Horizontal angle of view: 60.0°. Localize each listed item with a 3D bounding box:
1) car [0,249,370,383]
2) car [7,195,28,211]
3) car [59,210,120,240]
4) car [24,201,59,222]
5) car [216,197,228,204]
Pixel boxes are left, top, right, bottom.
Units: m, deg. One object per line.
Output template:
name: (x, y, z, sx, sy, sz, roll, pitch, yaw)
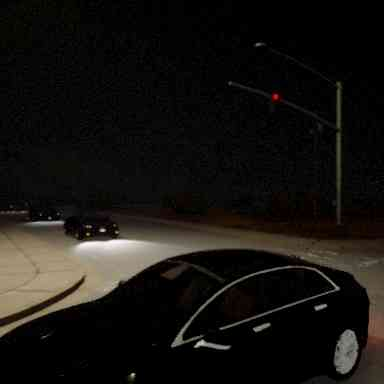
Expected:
car: (0.232, 1.538, 3.996, 4.892, 1.490, 1.837, 1, -1, -35)
car: (-23.832, 1.486, 45.265, 2.150, 2.045, 5.566, 1, -1, -34)
car: (-5.433, 1.690, 17.798, 1.994, 1.385, 4.181, 1, -1, -34)
car: (-12.862, 1.713, 28.818, 2.033, 1.411, 5.357, 1, -1, -34)
car: (7.673, 1.985, 76.966, 4.553, 1.767, 2.097, 1, -1, -31)
